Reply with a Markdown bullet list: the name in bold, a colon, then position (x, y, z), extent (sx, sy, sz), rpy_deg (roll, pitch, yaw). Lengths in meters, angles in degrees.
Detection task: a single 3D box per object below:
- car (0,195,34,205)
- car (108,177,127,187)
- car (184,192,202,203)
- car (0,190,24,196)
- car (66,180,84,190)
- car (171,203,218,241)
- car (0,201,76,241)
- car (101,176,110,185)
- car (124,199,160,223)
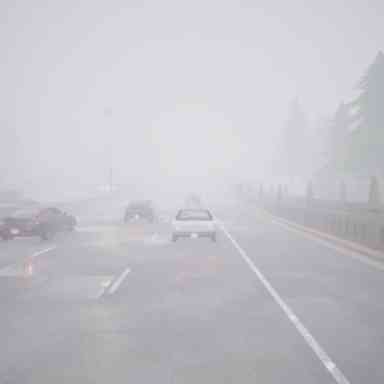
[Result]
- **car**: position (-14.093, 1.219, 27.039), extent (2.033, 1.411, 5.357), rpy_deg (0, 1, 0)
- **car**: position (-13.997, -1.805, 64.348), extent (2.033, 1.411, 5.357), rpy_deg (0, 7, 0)
- **car**: position (0.090, 0.780, 38.786), extent (1.837, 1.490, 4.892), rpy_deg (0, 3, 0)
- **car**: position (-17.590, 0.823, 30.780), extent (2.150, 2.045, 5.566), rpy_deg (0, 1, 0)
- **car**: position (-21.022, -1.306, 59.951), extent (1.882, 1.535, 5.008), rpy_deg (0, 8, 0)
- **car**: position (0.096, 1.414, 15.409), extent (1.895, 1.301, 4.718), rpy_deg (0, 1, 0)
- **car**: position (-6.904, 1.340, 15.259), extent (1.812, 1.442, 4.674), rpy_deg (0, 1, 0)
- **car**: position (-17.471, -2.449, 69.131), extent (2.128, 1.511, 4.902), rpy_deg (0, 7, 0)
- **car**: position (-3.405, 1.226, 22.893), extent (1.837, 1.490, 4.892), rpy_deg (0, 0, 0)
